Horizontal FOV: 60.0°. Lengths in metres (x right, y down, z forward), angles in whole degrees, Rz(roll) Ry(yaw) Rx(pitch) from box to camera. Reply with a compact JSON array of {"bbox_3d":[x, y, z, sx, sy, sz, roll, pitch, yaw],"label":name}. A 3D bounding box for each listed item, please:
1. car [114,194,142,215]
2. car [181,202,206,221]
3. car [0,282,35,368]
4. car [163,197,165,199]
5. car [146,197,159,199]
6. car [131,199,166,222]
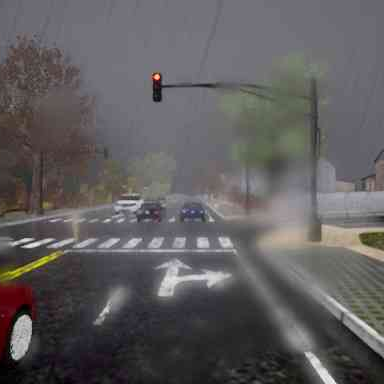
[{"bbox_3d":[-6.564,1.228,34.995,2.150,2.045,5.566,0,1,0],"label":"car"},{"bbox_3d":[0.094,1.525,26.329,2.033,1.411,5.357,0,-1,1],"label":"car"},{"bbox_3d":[-3.148,1.478,2.733,1.882,1.535,5.008,0,0,0],"label":"car"},{"bbox_3d":[-6.429,1.323,68.505,1.994,1.385,4.181,0,0,0],"label":"car"},{"bbox_3d":[-6.535,1.523,52.484,2.128,1.511,4.902,0,0,0],"label":"car"},{"bbox_3d":[-3.167,1.552,26.438,2.033,1.411,5.357,0,0,1],"label":"car"}]
